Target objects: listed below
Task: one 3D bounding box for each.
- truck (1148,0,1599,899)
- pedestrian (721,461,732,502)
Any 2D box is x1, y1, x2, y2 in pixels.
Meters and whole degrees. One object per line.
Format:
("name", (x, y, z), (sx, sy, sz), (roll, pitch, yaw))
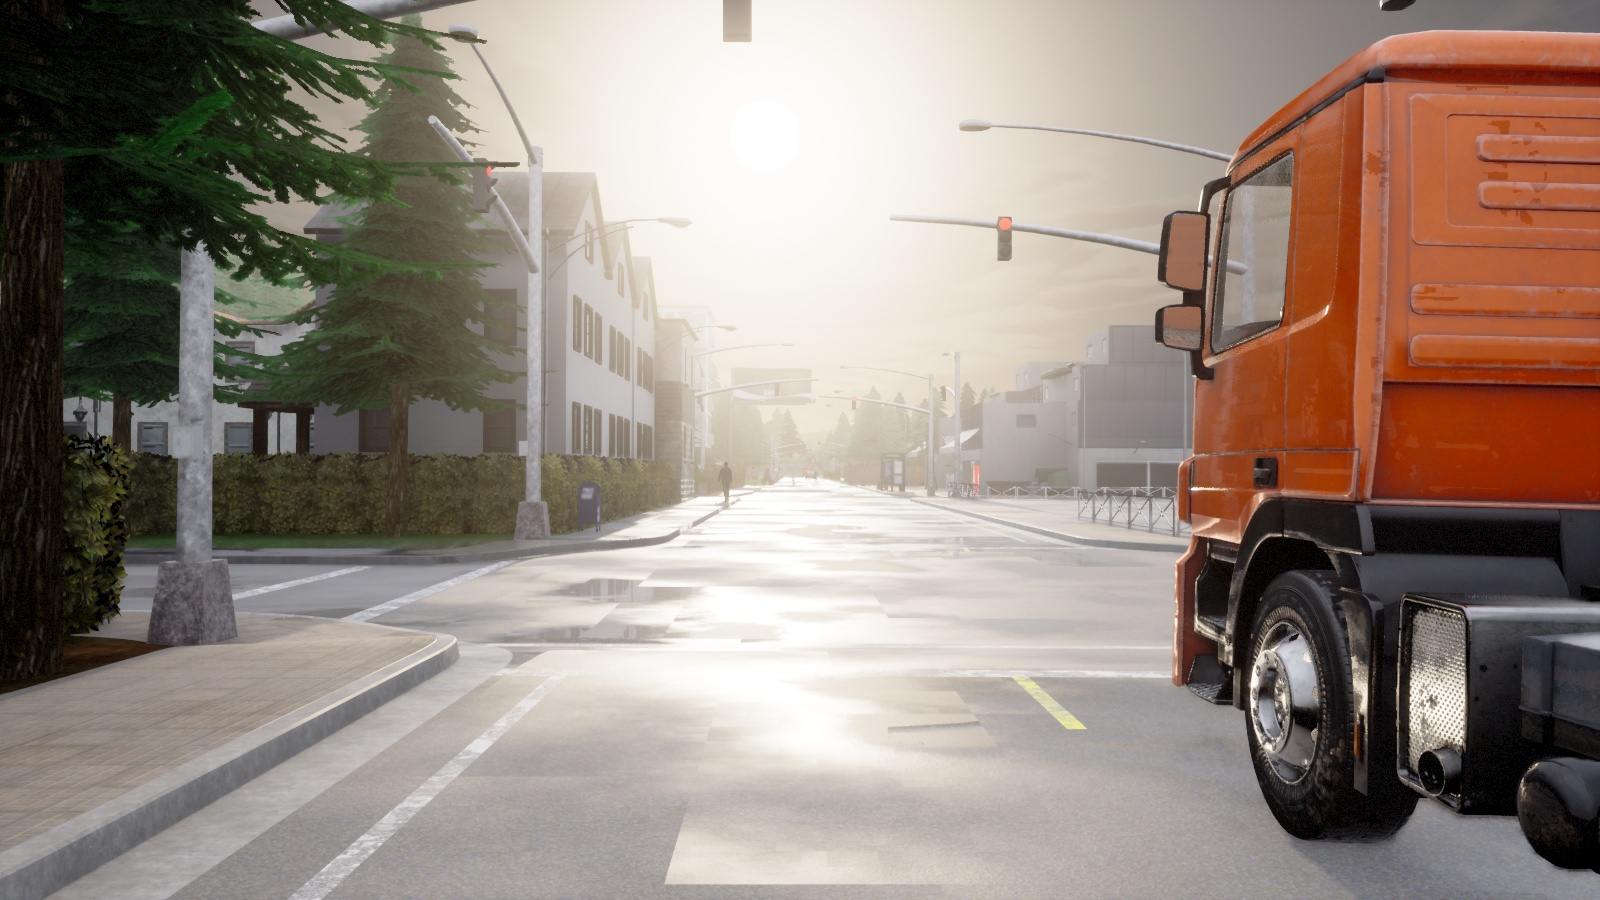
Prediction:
("truck", (3.468, -0.063, 3.129), (2.891, 3.462, 7.936), (1, 0, 0))
("pedestrian", (-3.308, 1.435, 56.739), (0.431, 1.840, 0.703), (0, -1, 0))
